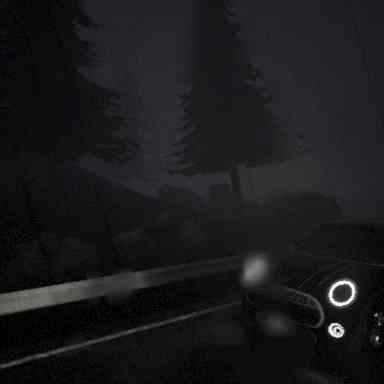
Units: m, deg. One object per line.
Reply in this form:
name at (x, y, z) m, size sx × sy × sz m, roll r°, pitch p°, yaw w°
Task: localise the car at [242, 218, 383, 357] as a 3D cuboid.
car at (3.059, 1.313, 6.090) m, size 4.553 × 1.767 × 2.097 m, roll 0°, pitch 0°, yaw -35°
